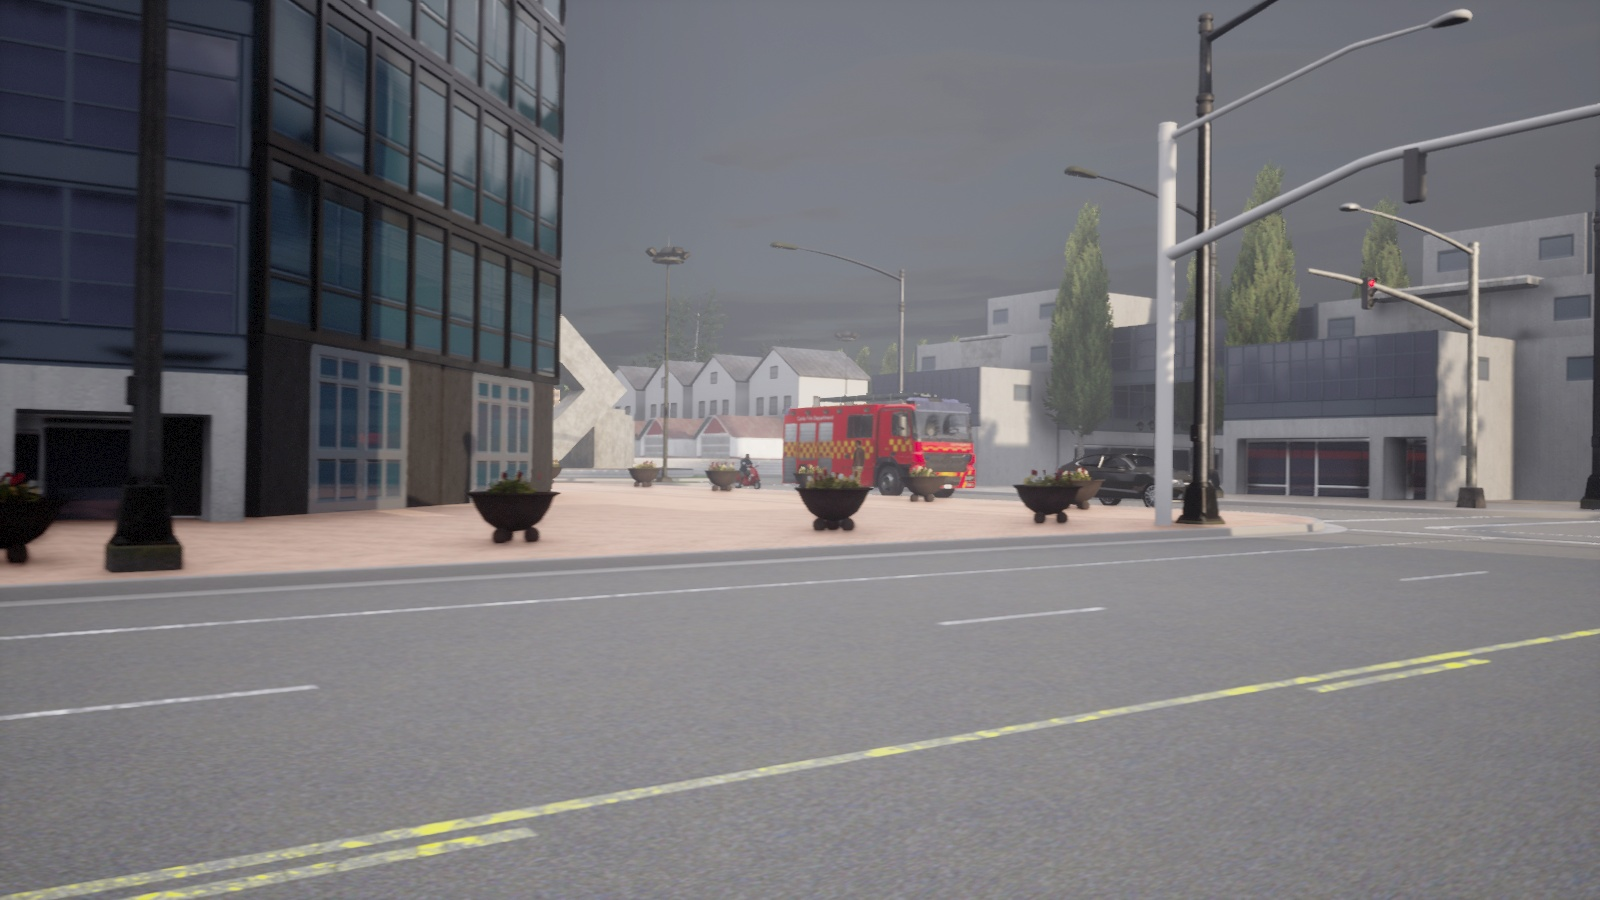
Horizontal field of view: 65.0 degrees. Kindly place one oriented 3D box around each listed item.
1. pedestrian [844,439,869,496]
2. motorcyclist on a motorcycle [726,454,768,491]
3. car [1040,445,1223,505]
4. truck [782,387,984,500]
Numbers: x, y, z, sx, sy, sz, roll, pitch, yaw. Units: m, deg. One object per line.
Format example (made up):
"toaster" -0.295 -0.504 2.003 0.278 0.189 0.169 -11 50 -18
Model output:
"pedestrian" 1.846 0.567 41.275 0.703 1.840 0.431 0 -1 19
"motorcyclist on a motorcycle" -2.306 0.953 54.050 0.866 1.590 1.817 1 -1 -40
"car" 9.662 0.713 37.018 2.152 1.651 5.027 1 -1 -34
"truck" 2.873 -0.190 46.962 2.891 3.827 8.468 1 -1 -34
